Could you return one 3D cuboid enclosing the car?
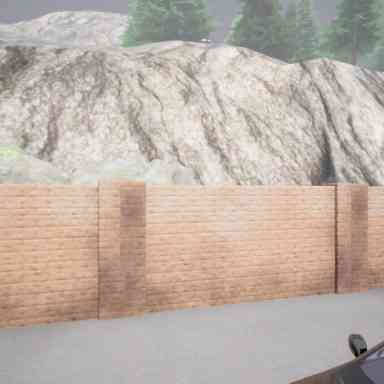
[{"bbox_3d":[2.235,1.492,1.870,4.902,1.511,2.128,0,0,-18],"label":"car"}]
